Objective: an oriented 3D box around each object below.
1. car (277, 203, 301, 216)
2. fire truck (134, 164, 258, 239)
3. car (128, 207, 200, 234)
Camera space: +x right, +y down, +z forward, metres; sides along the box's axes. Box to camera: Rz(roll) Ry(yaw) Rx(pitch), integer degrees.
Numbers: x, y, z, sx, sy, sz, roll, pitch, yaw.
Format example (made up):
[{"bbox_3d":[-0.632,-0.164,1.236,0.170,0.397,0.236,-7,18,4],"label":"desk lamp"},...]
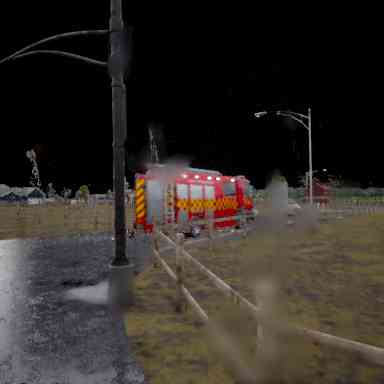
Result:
[{"bbox_3d":[12.174,2.228,41.569,1.837,1.490,4.892,-2,-1,37],"label":"car"},{"bbox_3d":[0.560,0.558,19.797,2.891,3.827,8.468,-2,-2,36],"label":"fire truck"},{"bbox_3d":[-1.779,1.826,22.634,2.128,1.511,4.902,-2,-2,38],"label":"car"}]
